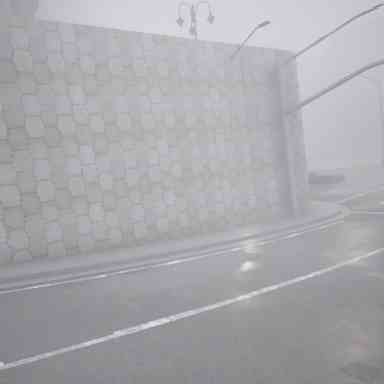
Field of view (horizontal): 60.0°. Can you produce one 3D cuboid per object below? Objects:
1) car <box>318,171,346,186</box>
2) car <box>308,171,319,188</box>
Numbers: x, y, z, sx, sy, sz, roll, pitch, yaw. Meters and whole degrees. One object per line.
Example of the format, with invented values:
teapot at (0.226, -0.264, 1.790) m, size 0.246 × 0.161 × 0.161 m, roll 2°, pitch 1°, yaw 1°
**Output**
car at (11.532, -1.243, 30.644) m, size 1.895 × 1.301 × 4.718 m, roll -11°, pitch 6°, yaw -35°
car at (8.162, -0.789, 29.399) m, size 2.128 × 1.511 × 4.902 m, roll -11°, pitch 6°, yaw -34°
